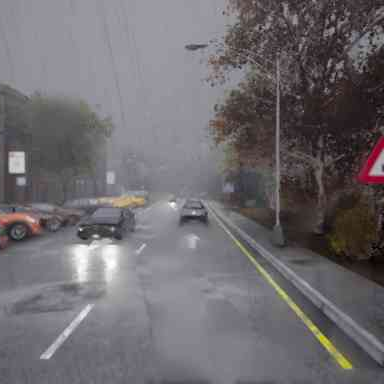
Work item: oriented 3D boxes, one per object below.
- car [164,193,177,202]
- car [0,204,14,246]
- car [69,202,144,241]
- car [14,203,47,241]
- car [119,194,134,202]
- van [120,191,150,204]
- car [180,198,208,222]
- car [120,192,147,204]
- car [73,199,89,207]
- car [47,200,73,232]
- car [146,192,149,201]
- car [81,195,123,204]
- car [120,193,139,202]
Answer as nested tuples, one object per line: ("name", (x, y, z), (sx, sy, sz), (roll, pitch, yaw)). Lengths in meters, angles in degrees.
("car", (-3.733, 0.984, 57.867), (2.128, 1.511, 4.902), (0, 1, 1))
("car", (-9.235, 1.276, 11.936), (4.553, 1.767, 2.185), (-1, 0, -20))
("car", (-3.961, 1.435, 16.428), (2.033, 1.411, 5.357), (0, 0, 1))
("car", (-9.214, 1.257, 14.937), (4.553, 1.767, 2.185), (-1, 0, -20))
("car", (-8.919, 1.277, 33.014), (5.366, 1.575, 1.946), (-1, 0, -20))
("van", (-9.227, 0.827, 53.912), (4.442, 1.987, 1.878), (-1, 1, -20))
("car", (0.129, 1.403, 24.912), (1.994, 1.385, 4.181), (0, 0, 0))
("car", (-9.251, 1.209, 44.901), (5.366, 1.575, 1.946), (-1, 1, -20))
("car", (-9.147, 1.387, 20.949), (4.674, 1.452, 2.002), (-1, 0, -20))
("car", (-9.134, 1.393, 17.958), (4.792, 1.488, 2.163), (-1, 0, -20))
("car", (-9.096, 1.161, 47.969), (5.008, 1.535, 2.097), (-1, 1, -20))
("car", (-9.111, 1.299, 29.950), (4.892, 1.521, 2.231), (-1, 0, -20))
("car", (-8.912, 1.260, 36.015), (5.366, 1.575, 1.946), (-1, 0, -20))
